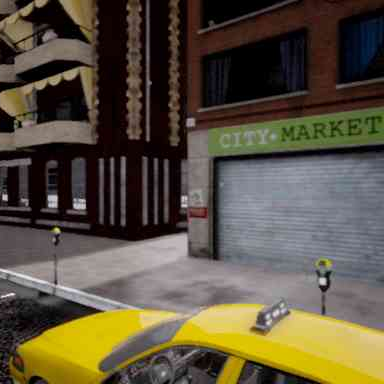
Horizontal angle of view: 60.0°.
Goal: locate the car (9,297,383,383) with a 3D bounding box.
[{"bbox_3d":[0.366,1.520,2.615,4.829,1.417,1.752,0,0,36],"label":"car"}]
